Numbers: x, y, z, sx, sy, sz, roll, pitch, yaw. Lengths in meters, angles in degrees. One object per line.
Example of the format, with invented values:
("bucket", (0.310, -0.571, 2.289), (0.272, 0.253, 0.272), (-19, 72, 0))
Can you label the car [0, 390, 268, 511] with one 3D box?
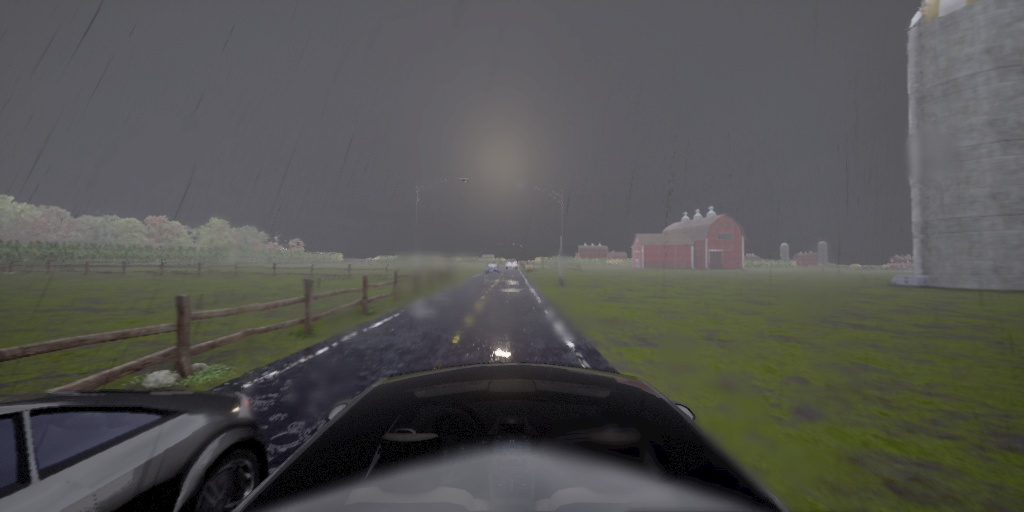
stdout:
("car", (-2.848, 1.306, 1.009), (1.994, 1.385, 4.181), (0, -1, 0))

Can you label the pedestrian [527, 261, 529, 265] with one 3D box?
("pedestrian", (2.810, 1.731, 64.123), (0.375, 1.860, 0.375), (1, -2, 2))

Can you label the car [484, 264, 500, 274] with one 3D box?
("car", (-2.822, 1.821, 52.164), (1.812, 1.442, 4.674), (0, -1, 0))

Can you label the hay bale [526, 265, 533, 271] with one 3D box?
("hay bale", (3.110, 2.068, 62.995), (1.220, 1.180, 1.240), (0, 0, 0))
